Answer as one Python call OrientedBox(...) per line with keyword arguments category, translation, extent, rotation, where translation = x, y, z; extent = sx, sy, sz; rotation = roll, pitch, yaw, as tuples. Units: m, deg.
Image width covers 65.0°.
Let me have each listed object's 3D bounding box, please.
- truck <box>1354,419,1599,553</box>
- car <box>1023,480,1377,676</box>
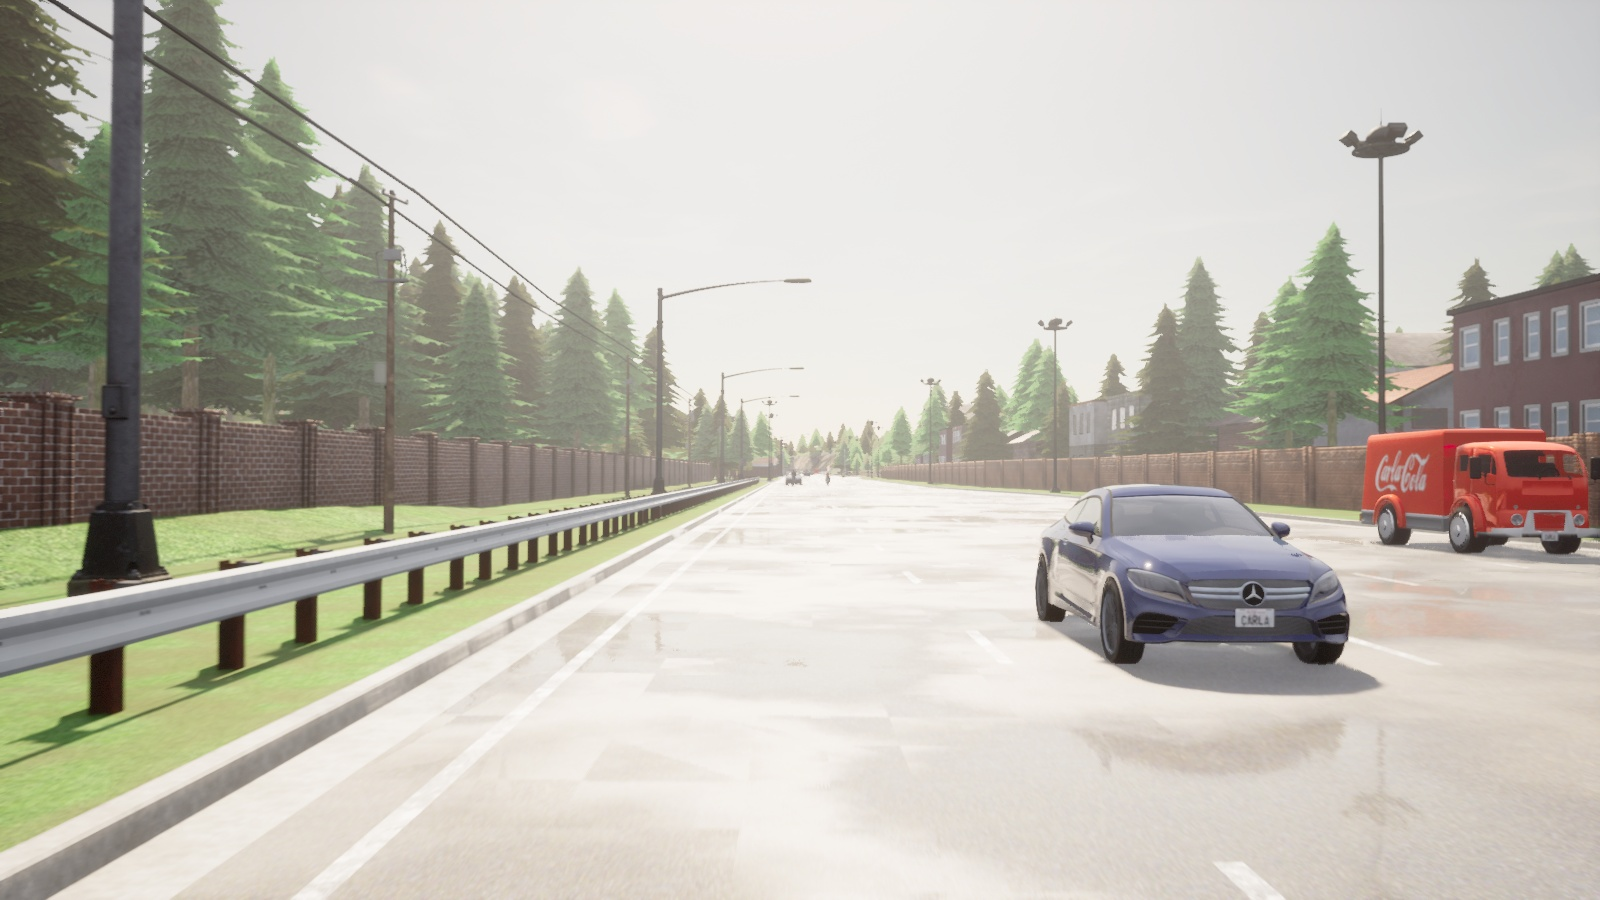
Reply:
OrientedBox(category="truck", translation=(13.878, 0.705, 25.847), extent=(2.627, 2.467, 5.204), rotation=(0, -1, 0))
OrientedBox(category="car", translation=(3.442, 1.025, 11.837), extent=(1.812, 1.442, 4.674), rotation=(0, -1, 0))
